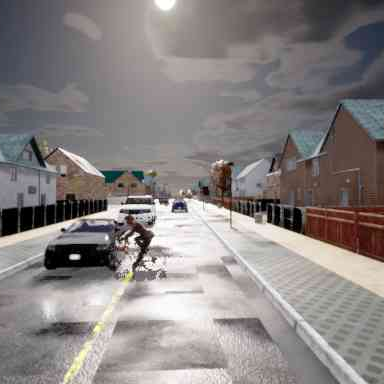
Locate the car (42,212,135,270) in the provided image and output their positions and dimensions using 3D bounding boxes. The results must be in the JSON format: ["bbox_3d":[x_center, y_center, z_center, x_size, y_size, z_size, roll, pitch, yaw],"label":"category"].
[{"bbox_3d":[-3.246,1.573,10.958,1.994,1.385,4.181,0,0,-3],"label":"car"}]

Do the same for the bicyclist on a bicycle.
[{"bbox_3d":[-1.561,1.455,9.277,1.656,1.620,0.582,-2,0,-2],"label":"bicyclist on a bicycle"}]

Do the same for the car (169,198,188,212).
[{"bbox_3d":[-1.491,1.614,40.059,1.812,1.442,4.674,0,0,-2],"label":"car"}]

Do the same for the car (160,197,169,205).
[{"bbox_3d":[-5.364,1.707,63.544,1.837,1.490,4.892,0,0,-2],"label":"car"}]

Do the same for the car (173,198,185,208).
[{"bbox_3d":[-1.947,1.662,51.015,1.812,1.442,4.674,0,0,-2],"label":"car"}]

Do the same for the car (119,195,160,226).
[{"bbox_3d":[-3.766,1.257,23.848,2.150,2.045,5.566,0,0,-2],"label":"car"}]
